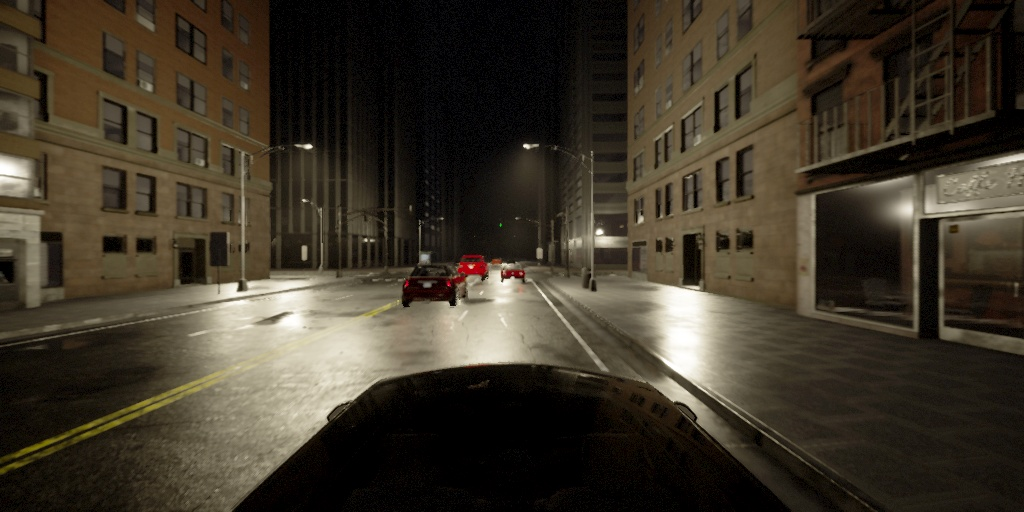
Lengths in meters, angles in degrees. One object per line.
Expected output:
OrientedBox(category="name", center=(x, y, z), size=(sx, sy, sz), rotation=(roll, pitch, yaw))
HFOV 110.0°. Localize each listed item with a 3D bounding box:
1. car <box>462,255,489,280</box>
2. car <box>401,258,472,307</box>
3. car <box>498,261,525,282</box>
OrientedBox(category="car", center=(-3.194, 0.958, 30.542), size=(2.150, 2.045, 5.566), rotation=(0, 0, 0))
OrientedBox(category="car", center=(-3.170, 1.101, 15.511), size=(2.097, 1.767, 4.553), rotation=(0, 0, 0))
OrientedBox(category="car", center=(0.062, 1.334, 28.571), size=(1.895, 1.301, 4.718), rotation=(0, 0, 0))
